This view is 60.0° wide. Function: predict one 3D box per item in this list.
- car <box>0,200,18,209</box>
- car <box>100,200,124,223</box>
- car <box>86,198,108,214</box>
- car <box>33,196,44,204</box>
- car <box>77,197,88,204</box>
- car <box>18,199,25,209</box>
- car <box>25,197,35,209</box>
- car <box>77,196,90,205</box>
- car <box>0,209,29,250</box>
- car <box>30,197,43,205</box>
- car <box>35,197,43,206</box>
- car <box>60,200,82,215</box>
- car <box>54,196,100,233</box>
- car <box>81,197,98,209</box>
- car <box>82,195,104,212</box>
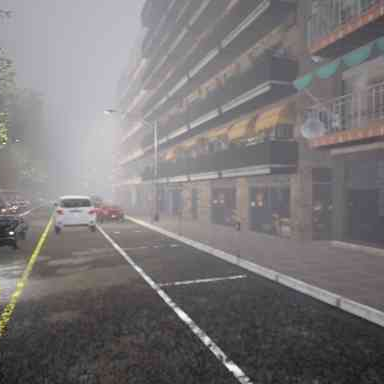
[{"bbox_3d":[-16.157,1.496,27.803,1.967,1.590,4.097,0,0,-21],"label":"car"},{"bbox_3d":[-6.319,1.566,25.529,1.887,1.381,4.507,0,0,-21],"label":"car"},{"bbox_3d":[-10.332,1.481,36.050,1.967,1.590,4.097,0,0,-21],"label":"car"},{"bbox_3d":[-32.146,1.672,69.729,1.752,1.417,4.829,0,0,-21],"label":"car"},{"bbox_3d":[-22.369,1.673,67.614,1.947,1.339,4.313,0,0,-21],"label":"car"},{"bbox_3d":[-18.163,1.506,33.062,1.967,1.590,4.097,0,0,-21],"label":"car"},{"bbox_3d":[-22.174,1.636,43.585,2.008,1.369,4.403,0,0,-21],"label":"car"},{"bbox_3d":[-20.364,1.534,62.353,1.967,1.590,4.097,0,0,-21],"label":"car"},{"bbox_3d":[-8.175,1.626,14.160,1.895,1.301,4.718,0,0,-21],"label":"car"},{"bbox_3d":[-30.199,1.684,64.627,2.008,1.369,4.403,0,0,-21],"label":"car"},{"bbox_3d":[-28.133,1.645,59.208,1.752,1.417,4.829,0,0,-21],"label":"car"},{"bbox_3d":[-13.360,1.599,36.661,2.033,1.411,5.357,0,0,-21],"label":"car"},{"bbox_3d":[-7.098,1.247,20.215,2.150,2.045,5.566,0,0,-20],"label":"car"},{"bbox_3d":[-14.345,1.500,46.572,1.967,1.590,4.097,0,0,-21],"label":"car"},{"bbox_3d":[-12.340,1.365,41.310,2.192,1.841,5.009,0,0,-21],"label":"car"}]
